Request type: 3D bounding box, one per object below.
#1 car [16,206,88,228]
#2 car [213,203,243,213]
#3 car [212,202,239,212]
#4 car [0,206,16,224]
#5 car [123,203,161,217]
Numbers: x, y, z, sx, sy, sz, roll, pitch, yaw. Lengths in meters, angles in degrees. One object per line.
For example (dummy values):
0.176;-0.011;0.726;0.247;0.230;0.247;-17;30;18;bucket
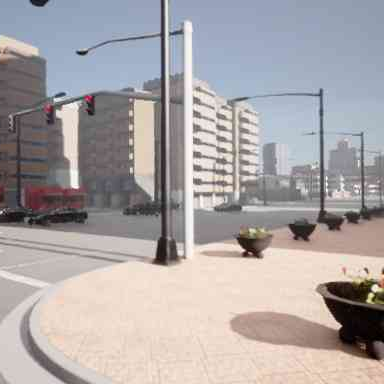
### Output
-10.313;1.832;25.518;2.128;1.511;4.902;-1;-1;35;car
5.365;2.266;47.766;2.033;1.411;5.357;-1;-1;36;car
5.536;2.417;54.016;2.033;1.411;5.357;-1;-1;35;car
-14.288;1.842;25.946;2.128;1.511;4.902;-1;-1;35;car
-5.719;2.019;38.150;1.882;1.535;5.008;-1;-1;35;car
